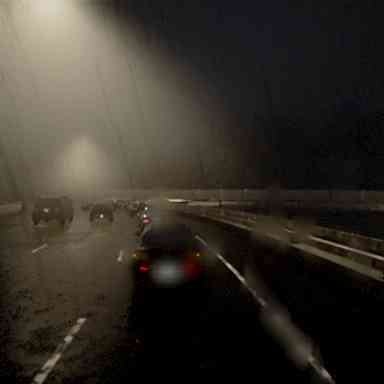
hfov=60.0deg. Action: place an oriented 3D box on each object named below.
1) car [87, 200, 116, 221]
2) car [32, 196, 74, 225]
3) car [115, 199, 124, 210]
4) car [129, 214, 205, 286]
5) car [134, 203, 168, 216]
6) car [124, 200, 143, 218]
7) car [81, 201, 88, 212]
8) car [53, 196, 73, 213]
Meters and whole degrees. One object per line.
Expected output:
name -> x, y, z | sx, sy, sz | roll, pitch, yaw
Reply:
car -> -7.867, 1.683, 28.939 | 1.837, 1.490, 4.892 | 0, 0, -15
car -> -10.540, 1.381, 25.514 | 2.150, 2.045, 5.566 | 0, 0, -11
car -> -9.908, 1.773, 44.642 | 1.837, 1.490, 4.892 | 0, -1, -24
car -> -0.714, 1.582, 9.556 | 1.812, 1.442, 4.674 | 0, 0, -5
car -> -2.407, 1.672, 20.979 | 2.033, 1.411, 5.357 | 0, 0, -11
car -> -5.224, 1.718, 32.282 | 1.812, 1.442, 4.674 | 0, 0, -17
car -> -13.362, 1.831, 43.797 | 1.994, 1.385, 4.181 | 0, 0, -24
car -> -16.678, 1.484, 42.722 | 2.150, 2.045, 5.566 | 0, -1, -24
